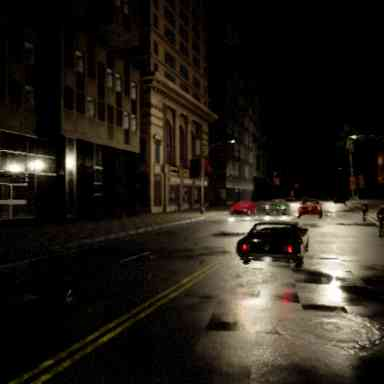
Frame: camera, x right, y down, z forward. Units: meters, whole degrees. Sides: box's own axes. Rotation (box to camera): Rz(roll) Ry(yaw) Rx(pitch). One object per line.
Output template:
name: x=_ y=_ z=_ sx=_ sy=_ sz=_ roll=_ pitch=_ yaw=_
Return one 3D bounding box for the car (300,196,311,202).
car: x=25.032 y=1.546 z=73.287 sx=1.994 sy=1.385 sz=4.181 roll=-1 pitch=0 yaw=23

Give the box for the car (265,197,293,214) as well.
car: x=9.097 y=1.531 z=35.254 sx=2.097 sy=1.767 sz=4.553 roll=-1 pitch=0 yaw=23

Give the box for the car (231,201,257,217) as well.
car: x=5.492 y=1.706 z=35.046 sx=1.882 sy=1.535 sz=5.008 roll=-1 pitch=0 yaw=23

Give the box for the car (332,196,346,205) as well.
car: x=26.018 y=1.564 z=58.494 sx=1.837 sy=1.490 sz=4.892 roll=-1 pitch=0 yaw=23

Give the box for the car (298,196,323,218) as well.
car: x=11.338 y=1.473 z=31.668 sx=2.097 sy=1.767 sz=4.553 roll=-1 pitch=0 yaw=23

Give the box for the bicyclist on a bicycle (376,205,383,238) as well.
bicyclist on a bicycle: x=9.234 y=1.481 z=16.080 sx=0.582 sy=1.620 sz=1.656 roll=-1 pitch=-1 yaw=23

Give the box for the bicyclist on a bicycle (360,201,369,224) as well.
bicyclist on a bicycle: x=12.777 y=1.501 z=24.590 sx=0.582 sy=1.620 sz=1.656 roll=-1 pitch=-1 yaw=23

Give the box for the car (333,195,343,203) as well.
car: x=30.939 y=1.535 z=70.561 sx=1.882 sy=1.535 sz=5.008 roll=-1 pitch=0 yaw=23

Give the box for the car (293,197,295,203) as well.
car: x=21.861 y=1.662 z=74.123 sx=1.895 sy=1.301 sz=4.718 roll=-1 pitch=0 yaw=23

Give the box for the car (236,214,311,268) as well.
car: x=3.047 y=1.673 z=11.736 sx=1.895 sy=1.301 sz=4.718 roll=-1 pitch=-1 yaw=23
